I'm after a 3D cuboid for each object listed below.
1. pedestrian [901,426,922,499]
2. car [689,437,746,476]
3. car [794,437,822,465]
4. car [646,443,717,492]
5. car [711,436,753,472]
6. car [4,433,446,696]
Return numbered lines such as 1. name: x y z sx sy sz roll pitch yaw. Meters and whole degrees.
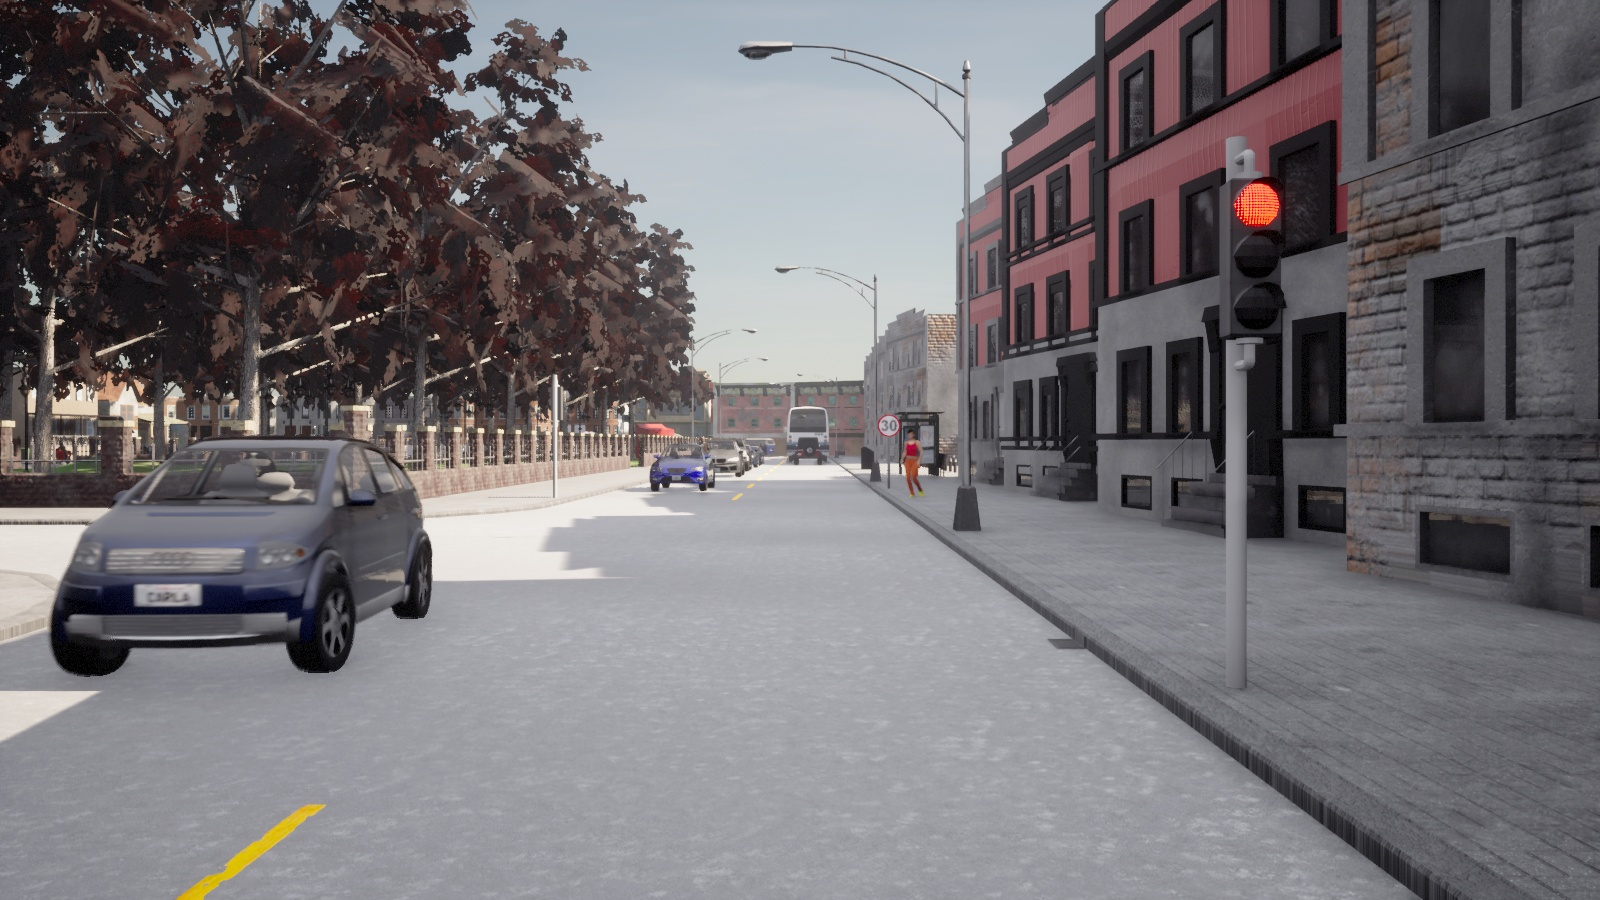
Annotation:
1. pedestrian: 2.845 0.312 32.064 0.345 1.836 0.594 0 0 27
2. car: -3.627 0.270 56.252 2.242 1.667 4.611 0 0 0
3. car: 0.558 0.057 86.129 1.905 1.878 3.866 0 0 0
4. car: -3.717 0.530 40.145 1.816 1.474 4.193 0 0 1
5. car: -3.560 0.187 66.138 1.932 1.855 4.605 0 0 1
6. car: -3.930 0.669 9.316 1.789 1.549 3.705 0 0 -4
